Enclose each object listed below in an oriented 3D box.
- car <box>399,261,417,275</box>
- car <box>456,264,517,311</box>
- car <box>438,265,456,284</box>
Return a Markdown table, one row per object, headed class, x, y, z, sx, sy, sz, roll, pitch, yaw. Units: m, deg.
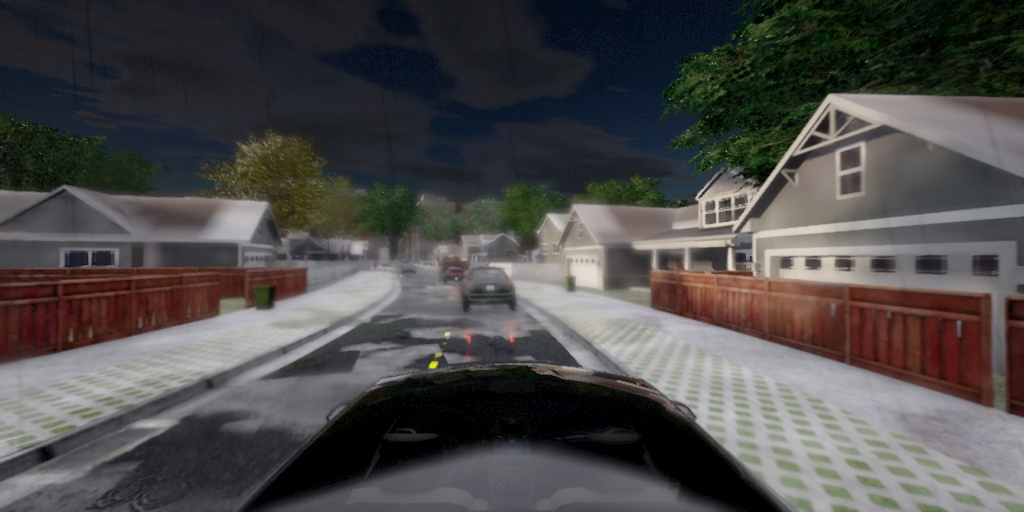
| class | x | y | z | sx | sy | sz | roll | pitch | yaw |
| --- | --- | --- | --- | --- | --- | --- | --- | --- | --- |
| car | -13.728 | 1.679 | 47.480 | 1.837 | 1.490 | 4.892 | 0 | -1 | -18 |
| car | -1.178 | 1.233 | 15.492 | 2.097 | 1.767 | 4.553 | 0 | -1 | -10 |
| car | -5.059 | 1.524 | 30.284 | 1.837 | 1.490 | 4.892 | 0 | 0 | -18 |
